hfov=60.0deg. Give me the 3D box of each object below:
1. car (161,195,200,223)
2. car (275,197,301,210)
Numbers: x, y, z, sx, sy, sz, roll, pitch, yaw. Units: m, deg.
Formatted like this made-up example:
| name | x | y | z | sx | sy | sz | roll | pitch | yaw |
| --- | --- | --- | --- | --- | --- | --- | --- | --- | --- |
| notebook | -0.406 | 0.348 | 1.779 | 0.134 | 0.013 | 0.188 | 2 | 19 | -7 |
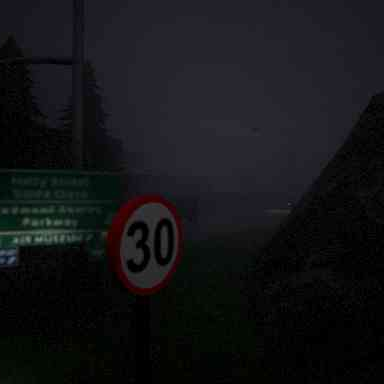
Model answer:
| name | x | y | z | sx | sy | sz | roll | pitch | yaw |
| --- | --- | --- | --- | --- | --- | --- | --- | --- | --- |
| car | -1.603 | 1.287 | 24.037 | 2.150 | 2.045 | 5.566 | 1 | 0 | 36 |
| car | 12.569 | 1.419 | 43.463 | 2.097 | 1.767 | 4.553 | 1 | 0 | 36 |
